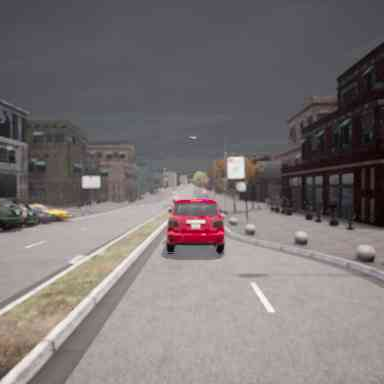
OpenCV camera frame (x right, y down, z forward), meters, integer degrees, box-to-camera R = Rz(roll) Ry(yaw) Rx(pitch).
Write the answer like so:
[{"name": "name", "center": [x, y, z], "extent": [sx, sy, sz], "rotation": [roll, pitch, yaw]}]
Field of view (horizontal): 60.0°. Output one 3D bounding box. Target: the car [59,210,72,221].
[{"name": "car", "center": [-13.064, 1.745, 28.405], "extent": [5.366, 1.575, 1.946], "rotation": [0, -1, 0]}]

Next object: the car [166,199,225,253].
[{"name": "car", "center": [0.140, 1.296, 14.101], "extent": [2.150, 2.045, 5.566], "rotation": [0, -1, 0]}]

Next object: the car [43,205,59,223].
[{"name": "car", "center": [-13.233, 1.746, 25.645], "extent": [4.674, 1.452, 2.002], "rotation": [0, -1, 0]}]

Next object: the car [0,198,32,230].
[{"name": "car", "center": [-13.219, 1.381, 20.139], "extent": [5.566, 2.045, 2.435], "rotation": [0, -1, 0]}]

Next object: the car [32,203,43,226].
[{"name": "car", "center": [-13.178, 1.542, 22.893], "extent": [4.553, 1.767, 2.185], "rotation": [0, -1, 0]}]

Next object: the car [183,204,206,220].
[{"name": "car", "center": [0.239, 1.895, 32.993], "extent": [2.033, 1.411, 5.357], "rotation": [0, -1, 0]}]
